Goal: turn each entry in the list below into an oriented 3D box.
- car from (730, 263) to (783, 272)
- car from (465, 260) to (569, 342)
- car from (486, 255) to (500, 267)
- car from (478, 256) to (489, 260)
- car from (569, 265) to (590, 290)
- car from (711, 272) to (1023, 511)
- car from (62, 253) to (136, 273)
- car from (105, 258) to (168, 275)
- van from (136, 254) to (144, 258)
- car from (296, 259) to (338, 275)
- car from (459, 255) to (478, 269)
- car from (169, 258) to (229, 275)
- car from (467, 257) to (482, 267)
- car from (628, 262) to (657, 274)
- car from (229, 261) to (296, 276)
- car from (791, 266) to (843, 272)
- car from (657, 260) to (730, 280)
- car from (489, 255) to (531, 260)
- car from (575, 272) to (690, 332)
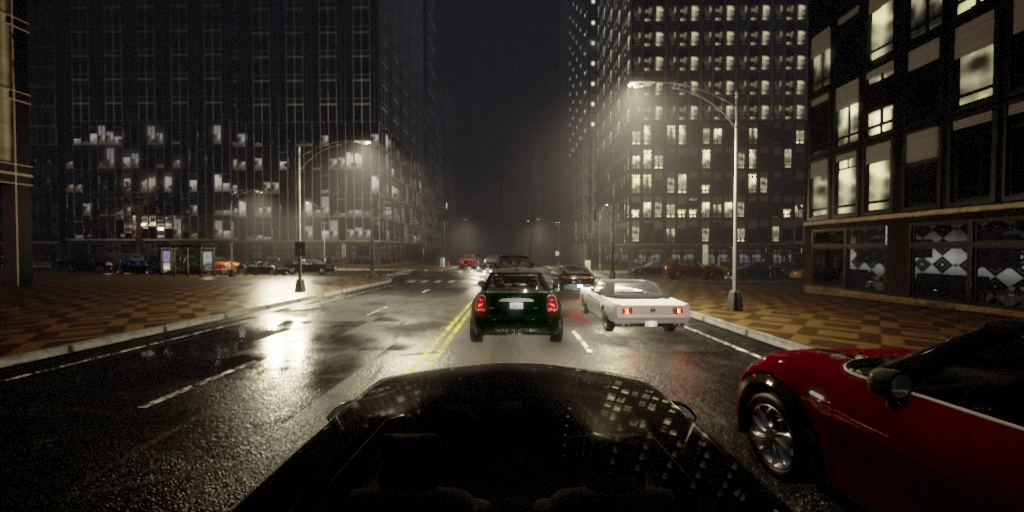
[{"bbox_3d":[25.523,1.468,37.851,5.357,1.411,2.033,0,1,1],"label":"car"},{"bbox_3d":[0.101,1.094,9.888,2.097,1.767,4.553,0,0,0],"label":"car"},{"bbox_3d":[-3.315,0.891,62.602,2.150,2.045,5.566,0,0,0],"label":"car"},{"bbox_3d":[-3.337,1.178,52.439,2.128,1.511,4.902,0,0,0],"label":"car"},{"bbox_3d":[3.353,1.235,20.097,1.837,1.490,4.892,0,0,0],"label":"car"},{"bbox_3d":[3.350,1.102,1.821,2.097,1.767,4.553,0,0,0],"label":"car"},{"bbox_3d":[-41.248,0.728,35.859,4.553,1.767,2.097,1,1,1],"label":"car"},{"bbox_3d":[-34.091,1.052,33.071,4.313,1.339,1.948,0,0,1],"label":"car"},{"bbox_3d":[-45.281,0.583,41.733,3.998,1.789,1.690,0,0,1],"label":"van"},{"bbox_3d":[-19.804,1.063,35.411,4.902,1.511,2.128,1,1,1],"label":"car"},{"bbox_3d":[-6.590,0.906,53.972,2.150,2.045,5.566,0,0,0],"label":"car"},{"bbox_3d":[-28.411,1.121,32.897,4.207,1.307,1.802,0,0,1],"label":"car"},{"bbox_3d":[-6.553,1.020,63.570,2.097,1.767,4.553,0,0,0],"label":"car"},{"bbox_3d":[15.232,1.378,38.052,5.357,1.411,2.033,1,1,2],"label":"car"},{"bbox_3d":[-22.727,1.156,32.763,4.313,1.339,1.948,0,0,1],"label":"car"},{"bbox_3d":[27.646,1.561,32.032,4.829,1.417,1.751,0,0,1],"label":"car"},{"bbox_3d":[16.198,1.251,32.230,5.009,1.841,2.192,0,0,1],"label":"car"},{"bbox_3d":[0.103,0.953,19.600,2.150,2.045,5.566,0,0,0],"label":"car"},{"bbox_3d":[3.352,1.342,10.839,1.895,1.301,4.718,0,0,0],"label":"car"}]
